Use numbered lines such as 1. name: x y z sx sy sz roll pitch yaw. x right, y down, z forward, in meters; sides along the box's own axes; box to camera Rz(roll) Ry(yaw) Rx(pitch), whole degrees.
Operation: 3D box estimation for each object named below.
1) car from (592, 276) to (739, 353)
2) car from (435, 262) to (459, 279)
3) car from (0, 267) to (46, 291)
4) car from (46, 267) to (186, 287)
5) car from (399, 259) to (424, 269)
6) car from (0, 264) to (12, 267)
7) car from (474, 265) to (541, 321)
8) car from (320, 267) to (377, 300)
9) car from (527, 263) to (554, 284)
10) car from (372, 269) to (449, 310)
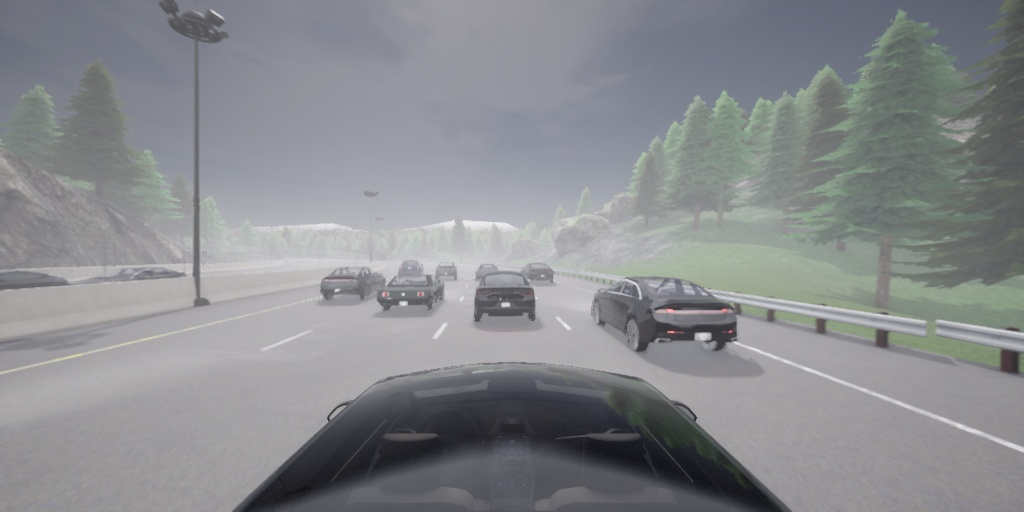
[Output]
1. car: 3.370 1.243 8.884 2.128 1.511 4.902 0 0 -2
2. car: -5.920 1.287 32.584 2.128 1.511 4.902 0 0 -9
3. car: -21.691 1.335 15.018 1.812 1.442 4.674 0 0 -4
4. car: -18.371 1.296 17.387 2.128 1.511 4.902 0 0 -5
5. car: -10.028 1.160 35.954 2.097 1.767 4.553 0 0 -10
6. car: -25.285 1.295 16.173 1.882 1.535 5.008 0 0 -5
7. car: -0.309 1.240 12.667 1.882 1.535 5.008 0 0 -3
8. car: -7.682 1.275 17.793 2.128 1.511 4.902 0 0 -5
9. car: 1.843 1.252 27.590 1.882 1.535 5.008 0 0 -7
10. car: -3.920 1.373 14.734 1.895 1.301 4.718 0 0 -4
